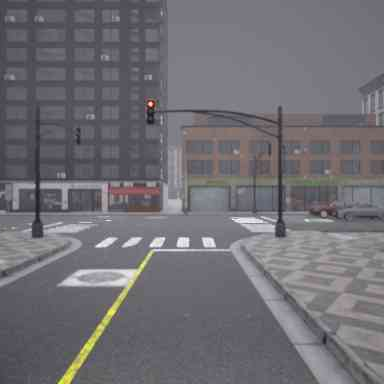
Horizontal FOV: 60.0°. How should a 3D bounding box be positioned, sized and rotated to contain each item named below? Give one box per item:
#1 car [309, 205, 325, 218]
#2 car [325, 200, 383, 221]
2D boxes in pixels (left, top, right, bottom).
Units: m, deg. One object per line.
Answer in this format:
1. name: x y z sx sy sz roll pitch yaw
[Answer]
1. car: 13.141 1.500 29.909 5.008 1.535 1.882 0 0 1
2. car: 13.397 1.559 26.656 4.181 1.385 1.994 0 0 0
